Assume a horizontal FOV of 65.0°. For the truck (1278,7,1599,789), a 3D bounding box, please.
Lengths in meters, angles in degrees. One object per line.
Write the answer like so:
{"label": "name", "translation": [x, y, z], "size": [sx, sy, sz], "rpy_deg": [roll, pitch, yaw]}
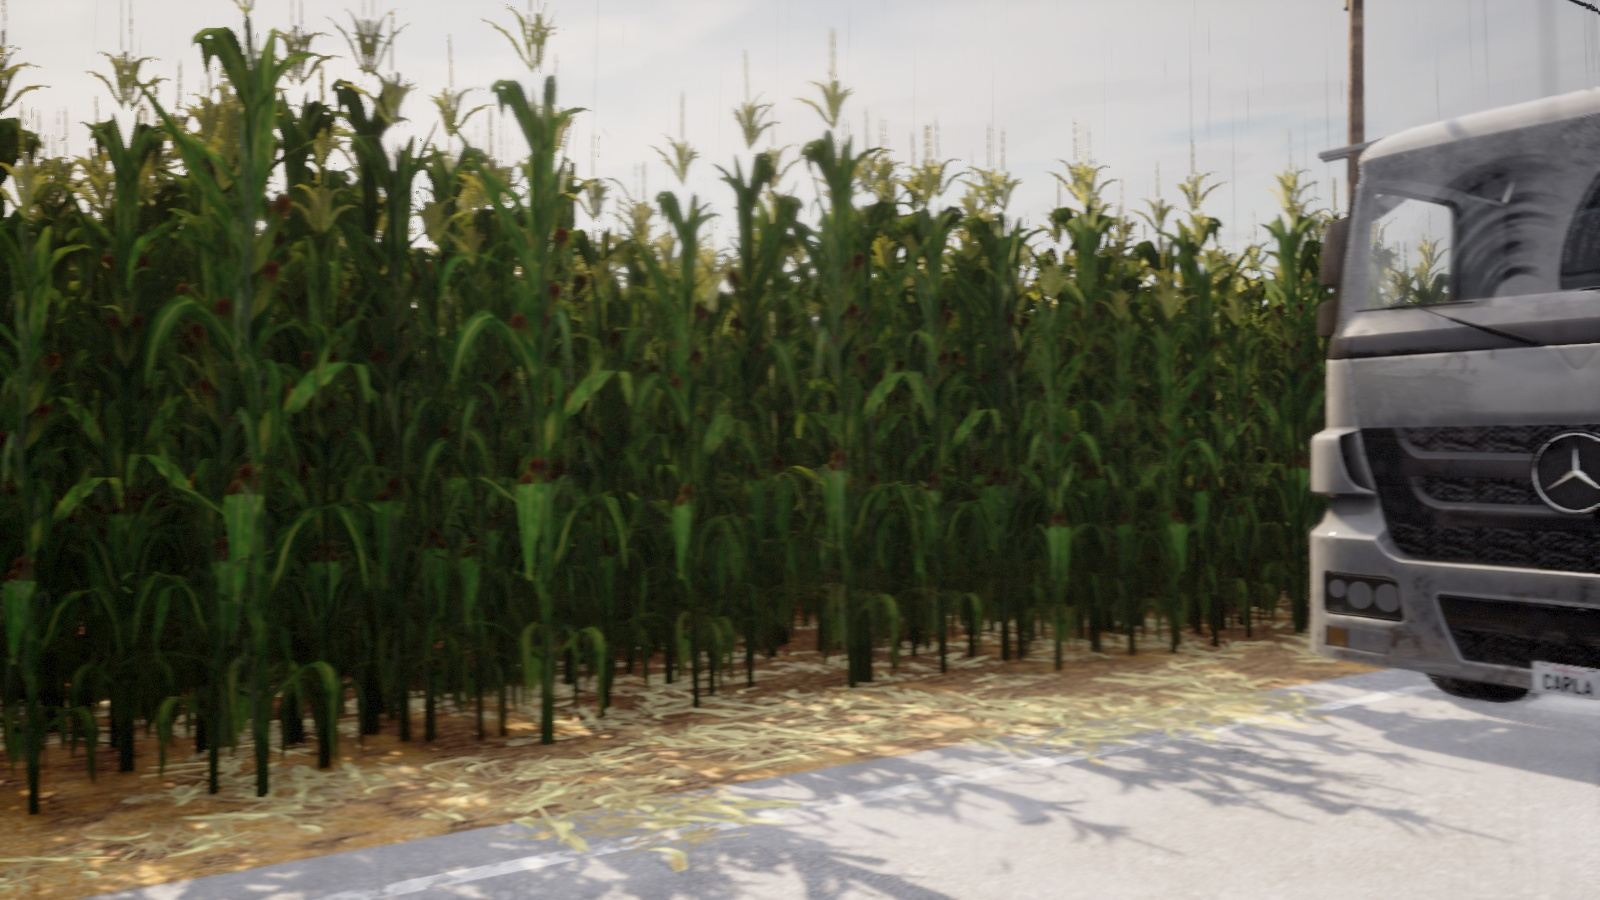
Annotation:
{"label": "truck", "translation": [6.708, -0.232, 7.965], "size": [7.936, 3.462, 2.891], "rpy_deg": [0, 0, -35]}
